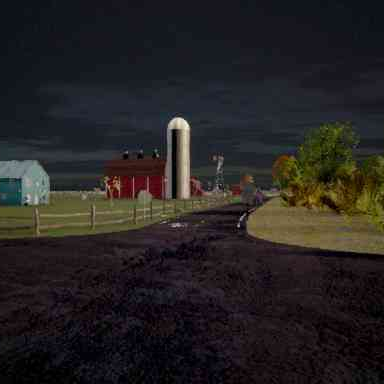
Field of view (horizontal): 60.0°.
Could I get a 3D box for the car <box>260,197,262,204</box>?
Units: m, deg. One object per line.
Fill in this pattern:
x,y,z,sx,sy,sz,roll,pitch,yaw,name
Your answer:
12.690,1.358,65.977,2.097,1.767,4.553,0,0,15,car

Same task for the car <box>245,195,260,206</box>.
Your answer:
9.965,1.498,55.947,1.837,1.490,4.892,0,0,15,car
